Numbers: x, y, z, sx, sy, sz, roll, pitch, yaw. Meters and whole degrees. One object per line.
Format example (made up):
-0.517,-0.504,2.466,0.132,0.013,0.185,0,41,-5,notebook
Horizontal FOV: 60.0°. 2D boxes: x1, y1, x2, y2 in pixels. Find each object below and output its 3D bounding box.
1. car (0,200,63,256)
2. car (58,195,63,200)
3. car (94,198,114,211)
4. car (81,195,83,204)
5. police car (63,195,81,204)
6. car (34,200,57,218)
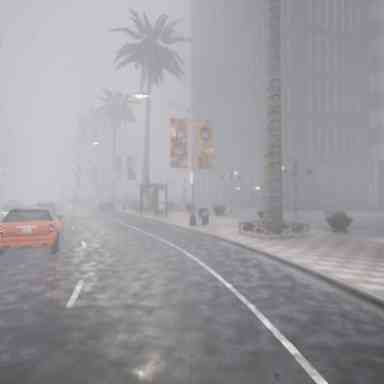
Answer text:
-6.484,1.376,13.646,2.097,1.767,4.553,0,0,-19,car
-30.800,1.460,80.046,1.837,1.490,4.892,0,0,-23,car
-10.717,1.510,40.583,2.231,1.521,4.892,0,0,-23,car
-30.819,1.614,87.787,2.161,1.482,4.786,0,0,-23,car
-23.561,1.402,65.243,1.930,1.638,5.238,-9,6,-23,police car
-13.855,1.555,31.487,1.837,1.490,4.892,0,0,-23,car
